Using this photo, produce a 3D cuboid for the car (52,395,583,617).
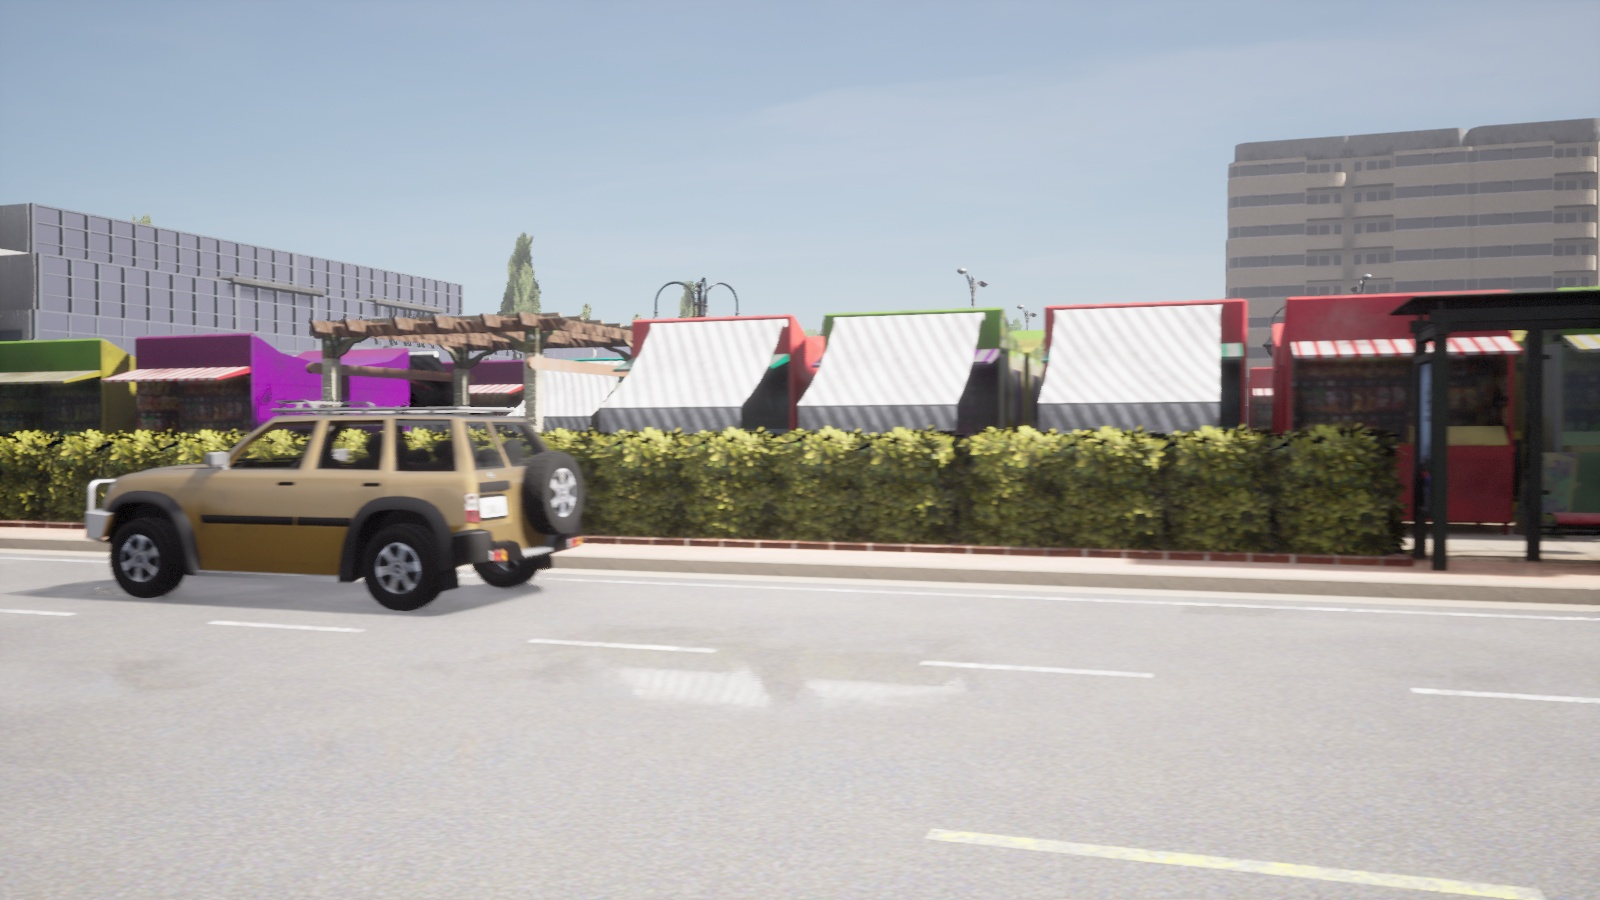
[{"bbox_3d":[-4.621,0.432,12.129,4.605,1.855,1.932,1,1,19],"label":"car"}]
